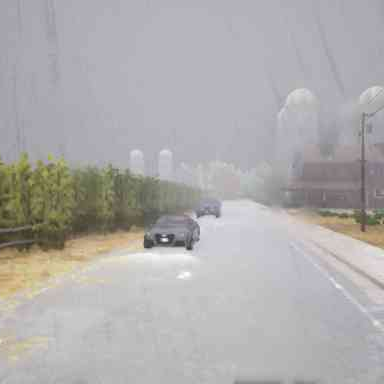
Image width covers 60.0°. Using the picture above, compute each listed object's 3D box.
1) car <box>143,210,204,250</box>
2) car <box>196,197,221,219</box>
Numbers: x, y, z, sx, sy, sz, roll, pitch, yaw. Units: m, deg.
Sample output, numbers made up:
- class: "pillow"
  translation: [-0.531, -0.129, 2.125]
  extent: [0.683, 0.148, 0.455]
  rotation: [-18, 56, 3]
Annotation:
- class: "car"
  translation: [-0.805, 1.706, 14.971]
  extent: [1.994, 1.385, 4.181]
  rotation: [0, -1, 8]
- class: "car"
  translation: [1.752, 1.569, 33.767]
  extent: [2.150, 2.045, 5.566]
  rotation: [0, -1, 8]
